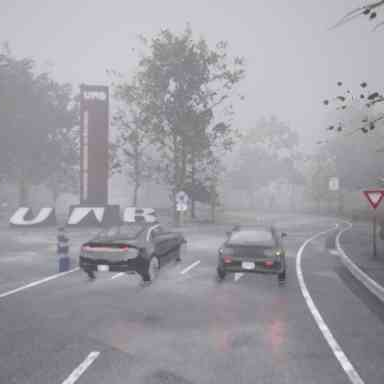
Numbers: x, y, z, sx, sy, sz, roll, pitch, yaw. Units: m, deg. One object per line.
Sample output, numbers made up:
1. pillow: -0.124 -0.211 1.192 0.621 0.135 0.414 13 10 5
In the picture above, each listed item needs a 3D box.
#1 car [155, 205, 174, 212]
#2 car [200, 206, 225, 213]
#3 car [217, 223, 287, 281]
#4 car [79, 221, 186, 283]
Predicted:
1. car: -4.316 2.869 56.247 4.718 1.301 1.895 0 -1 15
2. car: 3.419 2.831 56.010 4.181 1.385 1.994 -1 -2 36
3. car: 1.974 1.700 10.452 1.812 1.442 4.674 0 -1 15
4. car: -1.540 1.663 10.321 2.128 1.511 4.902 0 -1 14
